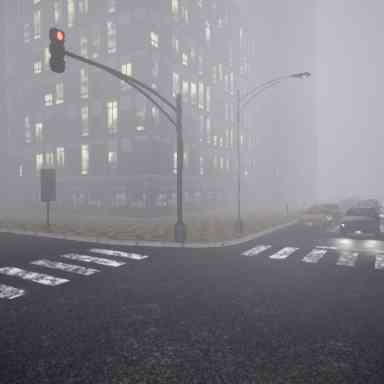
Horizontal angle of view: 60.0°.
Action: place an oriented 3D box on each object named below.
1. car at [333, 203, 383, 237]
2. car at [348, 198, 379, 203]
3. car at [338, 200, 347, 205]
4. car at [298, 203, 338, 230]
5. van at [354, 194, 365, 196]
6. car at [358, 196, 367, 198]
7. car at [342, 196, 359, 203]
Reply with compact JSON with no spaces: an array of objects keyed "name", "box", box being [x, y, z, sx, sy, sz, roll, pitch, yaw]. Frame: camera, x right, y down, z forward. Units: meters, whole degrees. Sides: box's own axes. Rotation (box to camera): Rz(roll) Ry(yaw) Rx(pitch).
[{"name":"car","box":[9.311,1.537,18.308,2.033,1.411,5.357,0,0,29]},{"name":"car","box":[14.204,1.476,26.973,2.128,1.511,4.902,0,0,30]},{"name":"car","box":[10.755,1.553,26.205,1.947,1.339,4.313,-1,0,29]},{"name":"car","box":[7.901,1.515,21.128,1.752,1.417,4.829,-1,0,29]},{"name":"van","box":[30.144,1.311,60.713,1.690,1.788,3.998,-1,0,29]},{"name":"car","box":[19.263,1.485,35.827,1.837,1.490,4.892,0,0,29]},{"name":"car","box":[19.065,1.524,40.993,1.887,1.381,4.507,-1,0,29]}]
